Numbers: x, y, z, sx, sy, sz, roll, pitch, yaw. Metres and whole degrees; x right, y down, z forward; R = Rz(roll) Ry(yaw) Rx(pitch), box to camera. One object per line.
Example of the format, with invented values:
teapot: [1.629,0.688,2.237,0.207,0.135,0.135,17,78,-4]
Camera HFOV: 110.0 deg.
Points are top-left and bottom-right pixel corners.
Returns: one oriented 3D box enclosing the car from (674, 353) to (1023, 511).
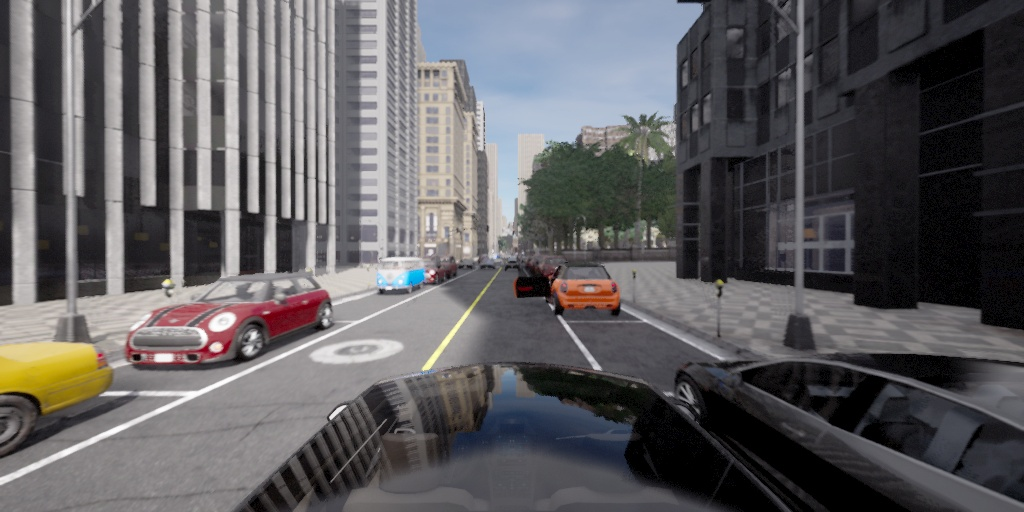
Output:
car: [2.762,1.310,2.432,1.948,1.339,4.313,0,0,0]

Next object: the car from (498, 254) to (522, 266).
car: [-0.239,0.863,54.158,1.837,1.490,4.892,0,1,-18]

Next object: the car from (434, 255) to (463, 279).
car: [-5.763,0.862,29.880,2.192,1.841,5.009,0,0,0]

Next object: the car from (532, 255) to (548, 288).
car: [2.762,0.901,24.378,2.192,1.841,5.009,0,0,0]

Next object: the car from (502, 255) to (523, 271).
car: [0.074,0.954,42.897,1.837,1.490,4.892,0,0,1]

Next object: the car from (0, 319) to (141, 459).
car: [-5.763,1.270,2.272,1.751,1.417,4.829,0,0,0]

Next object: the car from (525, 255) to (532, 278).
car: [2.763,0.821,35.351,2.192,1.841,5.009,0,0,0]

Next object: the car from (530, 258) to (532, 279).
car: [2.762,1.072,30.035,1.751,1.417,4.829,0,0,0]

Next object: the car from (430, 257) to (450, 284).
car: [-5.763,1.026,24.392,1.967,1.591,4.097,0,0,0]

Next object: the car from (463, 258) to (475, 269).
car: [-5.763,0.988,46.344,1.948,1.339,4.313,0,0,0]

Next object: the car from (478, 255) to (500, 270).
car: [-3.034,0.972,46.015,2.033,1.411,5.357,0,0,0]

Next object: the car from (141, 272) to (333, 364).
car: [-5.763,1.145,7.930,1.967,1.591,4.097,0,0,0]

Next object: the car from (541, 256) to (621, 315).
car: [2.388,1.019,13.177,2.097,1.767,4.553,0,0,0]

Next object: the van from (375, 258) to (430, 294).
van: [-5.763,0.967,18.905,1.690,1.789,3.998,0,0,0]

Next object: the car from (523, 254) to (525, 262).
car: [2.763,0.736,46.326,2.192,1.841,5.009,0,0,0]
